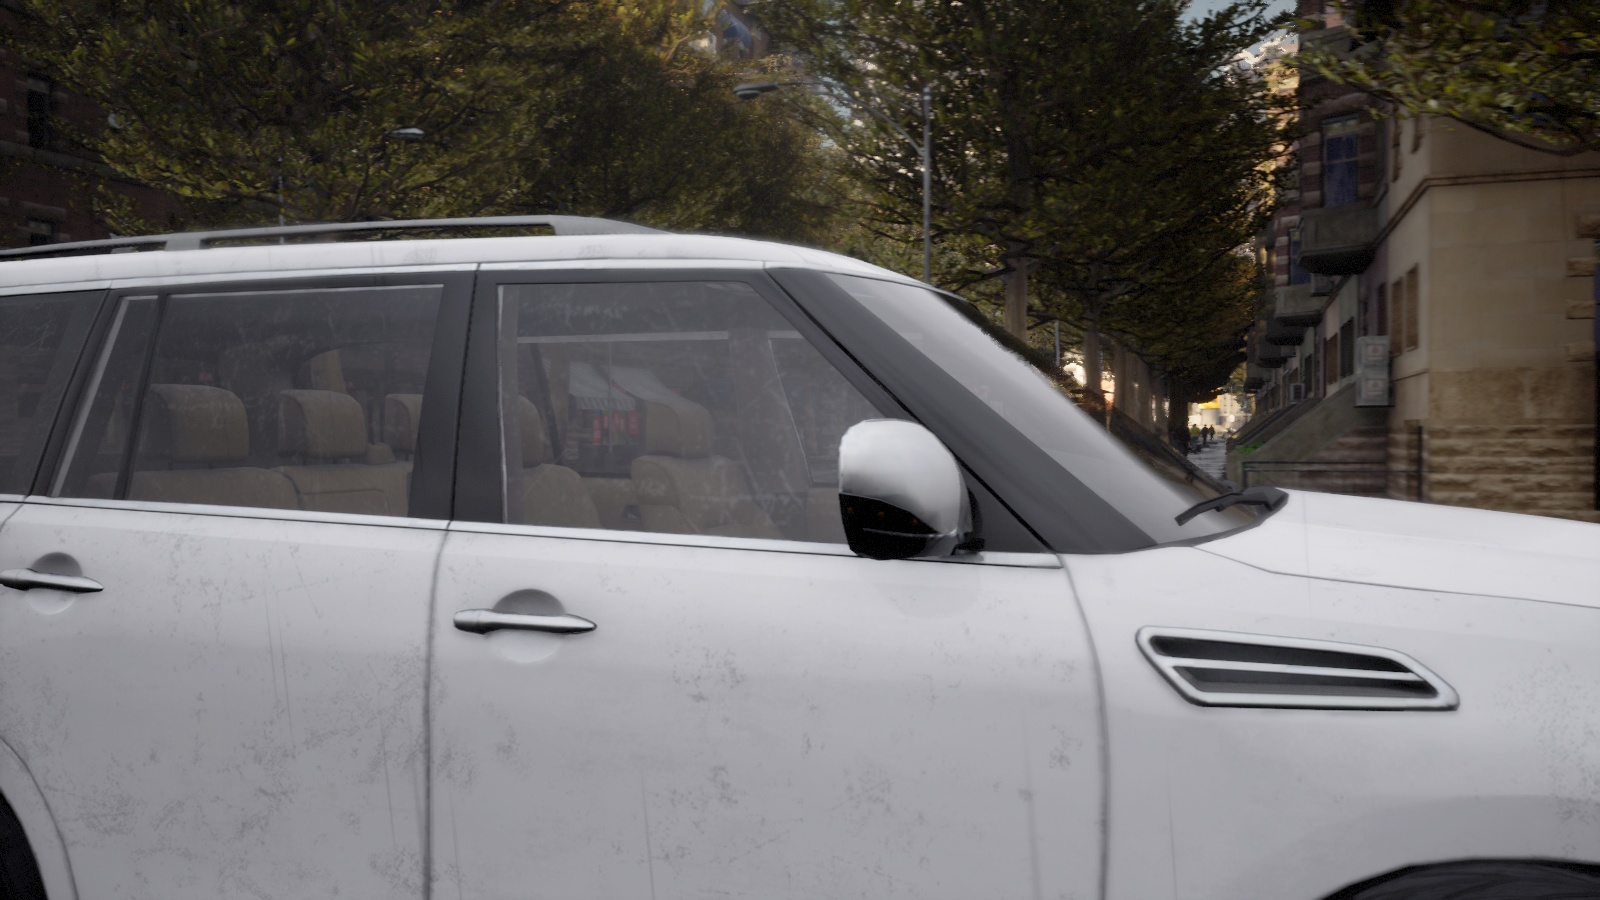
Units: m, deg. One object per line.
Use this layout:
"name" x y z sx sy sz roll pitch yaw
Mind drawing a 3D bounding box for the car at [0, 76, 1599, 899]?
"car" -0.295 0.492 3.288 5.566 2.045 2.150 1 1 19

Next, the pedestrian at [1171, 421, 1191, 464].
"pedestrian" 16.340 -0.317 53.818 0.634 1.844 0.899 1 1 28
